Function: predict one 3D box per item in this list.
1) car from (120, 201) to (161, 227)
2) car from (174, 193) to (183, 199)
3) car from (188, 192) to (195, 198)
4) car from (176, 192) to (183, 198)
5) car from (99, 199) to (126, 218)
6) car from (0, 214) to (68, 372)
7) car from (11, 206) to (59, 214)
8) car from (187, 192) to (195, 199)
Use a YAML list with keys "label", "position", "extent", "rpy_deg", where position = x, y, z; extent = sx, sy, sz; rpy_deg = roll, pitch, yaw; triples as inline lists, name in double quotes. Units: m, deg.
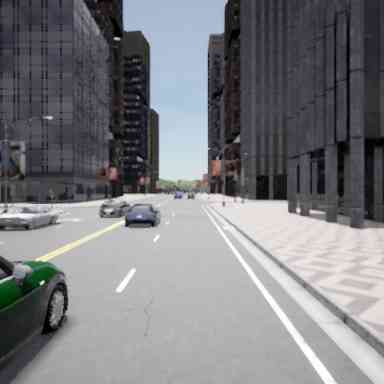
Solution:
- label: "car"
  position: [-3.203, 1.465, 22.239]
  extent: [1.994, 1.385, 4.181]
  rpy_deg: [0, 0, 0]
- label: "car"
  position: [-3.459, 1.054, 82.988]
  extent: [1.812, 1.442, 4.674]
  rpy_deg: [0, 0, 0]
- label: "car"
  position: [-0.235, 0.802, 93.417]
  extent: [1.882, 1.535, 5.008]
  rpy_deg: [0, 0, 0]
- label: "car"
  position: [-3.485, 0.868, 93.408]
  extent: [2.033, 1.411, 5.357]
  rpy_deg: [0, 0, 0]
- label: "car"
  position: [-6.591, 1.365, 28.702]
  extent: [2.128, 1.511, 4.902]
  rpy_deg: [0, 0, 0]
- label: "car"
  position: [-3.157, 1.339, 3.857]
  extent: [2.097, 1.767, 4.553]
  rpy_deg: [0, 0, 0]
- label: "car"
  position: [-9.881, 1.520, 20.198]
  extent: [1.895, 1.301, 4.718]
  rpy_deg: [0, 0, 0]
- label: "car"
  position: [-0.209, 1.050, 82.996]
  extent: [1.812, 1.442, 4.674]
  rpy_deg: [0, 0, 0]
